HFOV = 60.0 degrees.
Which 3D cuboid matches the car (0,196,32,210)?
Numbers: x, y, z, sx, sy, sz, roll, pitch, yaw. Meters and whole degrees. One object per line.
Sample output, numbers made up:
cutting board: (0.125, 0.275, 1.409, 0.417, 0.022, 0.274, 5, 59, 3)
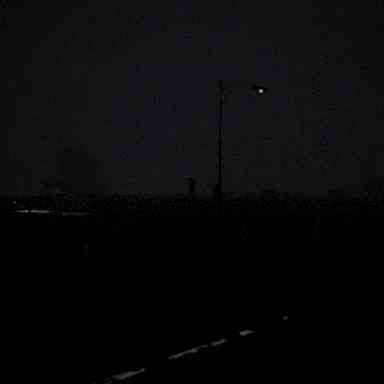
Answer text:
car: (-17.616, 1.025, 32.120, 4.718, 1.301, 1.895, 1, 0, 32)
